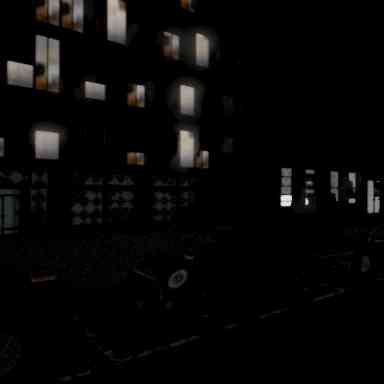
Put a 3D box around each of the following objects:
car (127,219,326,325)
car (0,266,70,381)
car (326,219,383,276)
[{"bbox_3d":[0.703,1.441,7.054,4.097,1.590,1.967,0,0,-35],"label":"car"},{"bbox_3d":[-3.808,1.545,3.839,4.507,1.381,1.887,0,0,-35],"label":"car"},{"bbox_3d":[5.213,1.551,10.270,4.403,1.369,2.008,0,0,-35],"label":"car"}]
